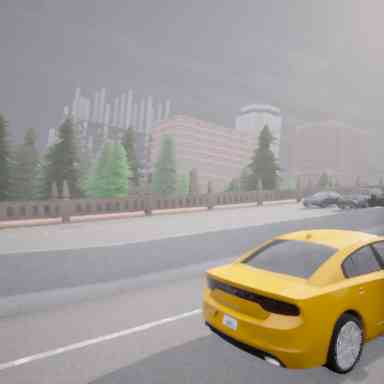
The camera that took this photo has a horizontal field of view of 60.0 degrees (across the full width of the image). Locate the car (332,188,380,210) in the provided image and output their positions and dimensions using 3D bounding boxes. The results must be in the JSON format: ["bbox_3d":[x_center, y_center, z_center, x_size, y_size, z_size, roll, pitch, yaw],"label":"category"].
[{"bbox_3d":[13.709,0.487,26.709,4.553,1.767,2.097,-2,1,-36],"label":"car"}]

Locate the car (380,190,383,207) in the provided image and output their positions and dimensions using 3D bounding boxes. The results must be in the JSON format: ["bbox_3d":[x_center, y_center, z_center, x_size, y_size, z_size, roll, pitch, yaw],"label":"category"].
[{"bbox_3d":[16.127,0.605,24.135,4.902,1.511,2.128,-3,1,-36],"label":"car"}]

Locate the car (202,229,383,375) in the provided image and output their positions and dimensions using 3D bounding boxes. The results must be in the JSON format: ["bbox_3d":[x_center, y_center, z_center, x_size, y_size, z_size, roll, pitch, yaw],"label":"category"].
[{"bbox_3d":[2.488,1.370,5.550,5.008,1.535,1.882,-3,1,-35],"label":"car"}]

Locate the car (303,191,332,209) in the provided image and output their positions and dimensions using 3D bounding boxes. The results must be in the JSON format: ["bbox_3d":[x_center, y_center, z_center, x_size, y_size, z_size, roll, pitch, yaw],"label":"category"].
[{"bbox_3d":[11.873,0.655,29.699,4.674,1.442,1.812,-3,1,-36],"label":"car"}]
